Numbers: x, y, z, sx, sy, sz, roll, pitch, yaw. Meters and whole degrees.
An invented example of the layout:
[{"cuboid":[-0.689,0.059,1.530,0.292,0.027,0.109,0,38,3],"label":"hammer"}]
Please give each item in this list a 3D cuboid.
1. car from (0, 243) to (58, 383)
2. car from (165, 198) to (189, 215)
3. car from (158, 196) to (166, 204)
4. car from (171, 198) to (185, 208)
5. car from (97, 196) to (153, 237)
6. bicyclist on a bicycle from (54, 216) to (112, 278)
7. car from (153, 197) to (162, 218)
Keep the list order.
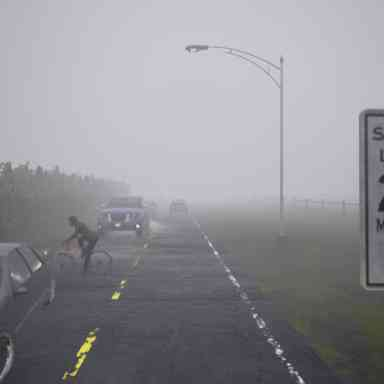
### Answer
[{"cuboid":[-3.437,1.591,5.282,2.033,1.411,5.357,-1,0,-13],"label":"car"},{"cuboid":[-1.394,1.498,34.330,2.128,1.511,4.902,0,0,-3],"label":"car"},{"cuboid":[-5.463,1.519,59.603,1.837,1.490,4.892,0,-1,-2],"label":"car"},{"cuboid":[-2.022,1.611,48.251,1.895,1.301,4.718,0,0,-3],"label":"car"},{"cuboid":[-3.626,1.228,18.507,2.150,2.045,5.566,0,0,-3],"label":"car"},{"cuboid":[-2.985,1.462,8.857,1.656,1.620,0.582,-2,0,-11],"label":"bicyclist on a bicycle"},{"cuboid":[-4.123,1.498,30.085,2.128,1.511,4.902,0,0,-2],"label":"car"}]
